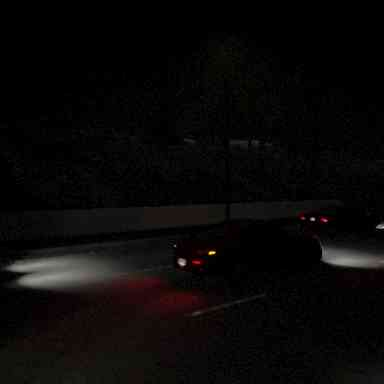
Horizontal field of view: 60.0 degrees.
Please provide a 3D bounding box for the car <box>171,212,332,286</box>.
[{"bbox_3d":[1.634,1.469,9.213,4.674,1.442,1.812,-1,0,-36],"label":"car"}]

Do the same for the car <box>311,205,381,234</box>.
[{"bbox_3d":[8.109,1.400,18.089,5.357,1.411,2.033,-1,0,-35],"label":"car"}]
